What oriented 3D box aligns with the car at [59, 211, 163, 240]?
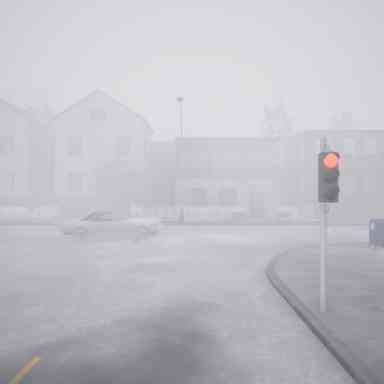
[{"bbox_3d":[-3.802,1.598,16.259,4.718,1.301,1.895,0,0,0],"label":"car"}]
